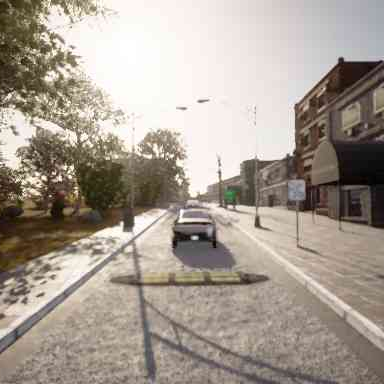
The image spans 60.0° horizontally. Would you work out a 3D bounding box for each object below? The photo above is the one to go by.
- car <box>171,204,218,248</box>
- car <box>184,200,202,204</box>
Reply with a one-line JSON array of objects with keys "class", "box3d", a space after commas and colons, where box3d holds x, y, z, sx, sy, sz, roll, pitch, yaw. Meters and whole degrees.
[{"class": "car", "box3d": [0.102, 1.502, 14.860, 2.128, 1.511, 4.902, 0, 0, 0]}, {"class": "car", "box3d": [0.090, 1.550, 32.844, 1.812, 1.442, 4.674, 0, 0, 0]}]
